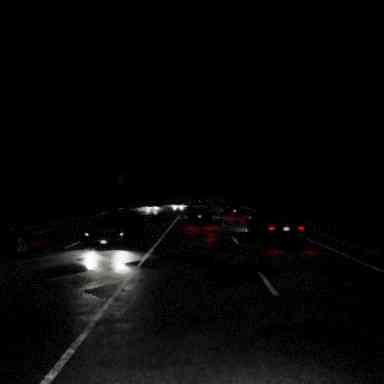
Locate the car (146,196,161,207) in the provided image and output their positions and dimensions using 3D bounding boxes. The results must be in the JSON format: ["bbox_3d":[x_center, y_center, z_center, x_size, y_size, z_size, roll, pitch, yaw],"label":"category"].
[{"bbox_3d":[-5.983,1.440,51.739,2.128,1.511,4.902,0,0,2],"label":"car"}]

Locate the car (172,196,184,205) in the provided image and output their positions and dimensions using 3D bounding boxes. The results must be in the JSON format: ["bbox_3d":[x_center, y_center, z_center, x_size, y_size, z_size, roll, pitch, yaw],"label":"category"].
[{"bbox_3d":[-2.329,1.439,57.370,2.128,1.511,4.902,0,0,2],"label":"car"}]

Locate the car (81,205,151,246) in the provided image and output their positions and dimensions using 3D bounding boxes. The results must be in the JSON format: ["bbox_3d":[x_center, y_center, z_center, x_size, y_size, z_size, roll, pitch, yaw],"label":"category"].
[{"bbox_3d":[-3.342,1.531,15.398,2.033,1.411,5.357,0,0,1],"label":"car"}]

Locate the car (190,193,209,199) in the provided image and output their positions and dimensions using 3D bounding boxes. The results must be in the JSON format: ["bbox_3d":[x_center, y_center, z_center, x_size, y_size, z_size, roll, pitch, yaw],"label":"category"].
[{"bbox_3d":[0.991,1.185,42.864,2.150,2.045,5.566,0,0,1],"label":"car"}]

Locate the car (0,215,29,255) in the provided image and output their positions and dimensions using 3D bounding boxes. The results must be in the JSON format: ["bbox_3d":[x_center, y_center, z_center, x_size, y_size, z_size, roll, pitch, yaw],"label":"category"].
[{"bbox_3d":[-6.948,1.490,10.354,1.837,1.490,4.892,0,0,1],"label":"car"}]

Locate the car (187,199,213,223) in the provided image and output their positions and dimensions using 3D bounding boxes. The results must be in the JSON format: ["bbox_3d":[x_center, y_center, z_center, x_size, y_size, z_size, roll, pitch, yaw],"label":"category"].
[{"bbox_3d":[0.587,1.505,25.281,1.812,1.442,4.674,0,0,1],"label":"car"}]

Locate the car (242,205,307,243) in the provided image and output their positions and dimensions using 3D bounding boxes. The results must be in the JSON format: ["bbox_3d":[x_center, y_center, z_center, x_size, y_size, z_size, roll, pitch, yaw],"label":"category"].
[{"bbox_3d":[3.874,1.537,15.933,2.033,1.411,5.357,0,0,1],"label":"car"}]

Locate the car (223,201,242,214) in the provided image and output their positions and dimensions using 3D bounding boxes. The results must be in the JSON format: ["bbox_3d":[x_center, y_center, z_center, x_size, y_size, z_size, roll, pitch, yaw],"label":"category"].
[{"bbox_3d":[4.317,1.574,35.276,1.895,1.301,4.718,0,0,1],"label":"car"}]
